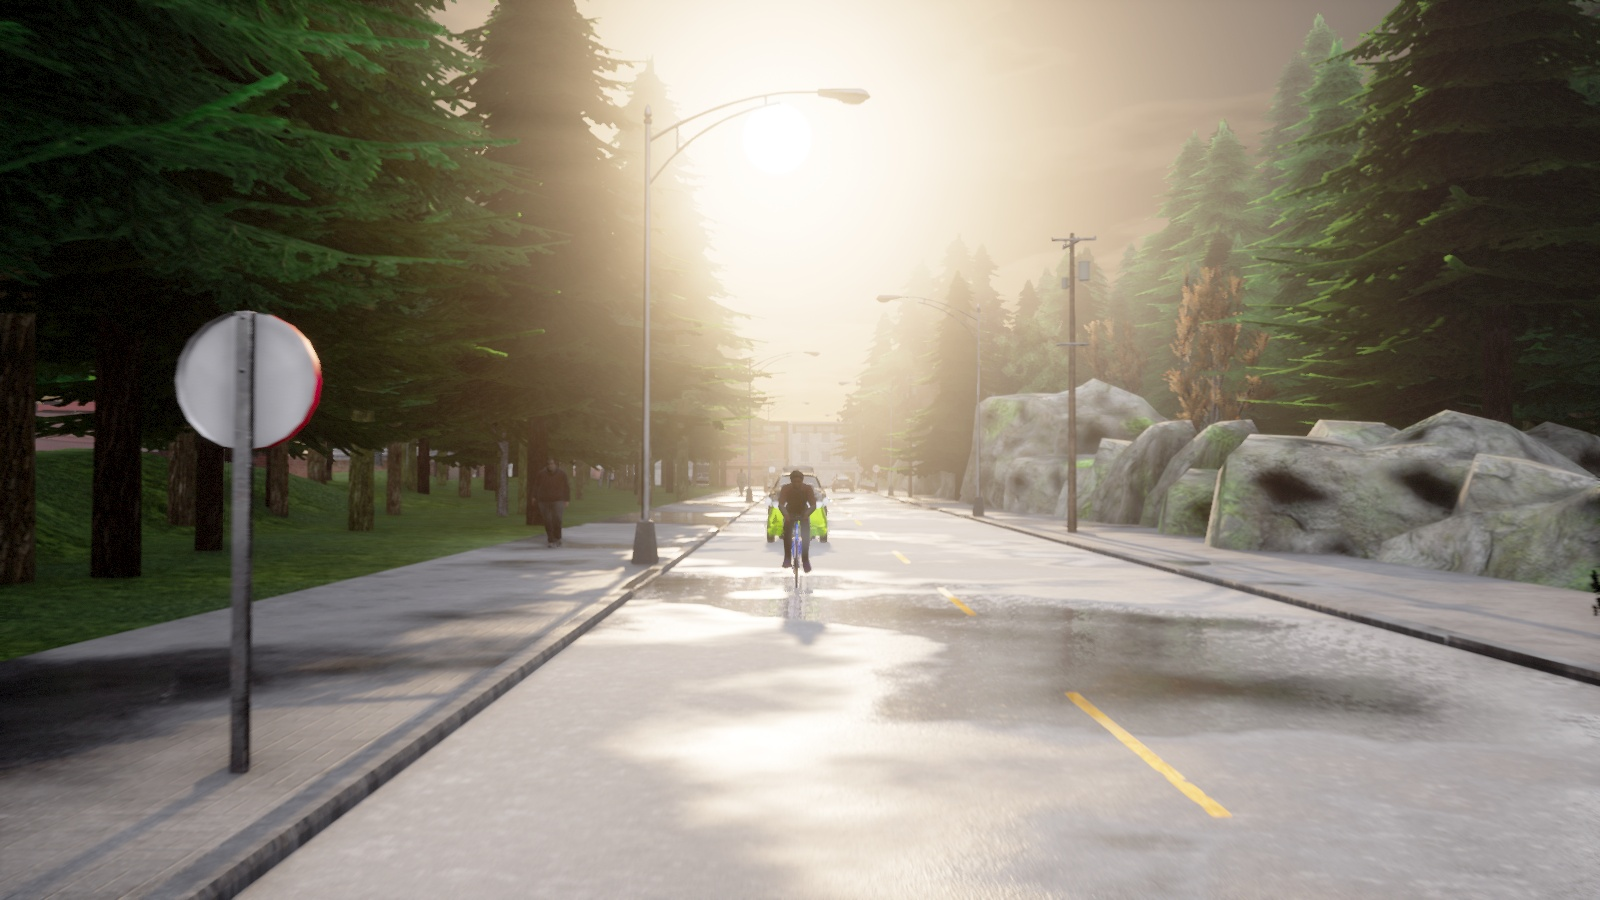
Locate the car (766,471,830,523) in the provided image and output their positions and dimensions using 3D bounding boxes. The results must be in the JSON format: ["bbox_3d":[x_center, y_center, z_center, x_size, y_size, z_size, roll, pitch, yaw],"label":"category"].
[{"bbox_3d":[-0.065,1.536,42.278,2.033,1.649,4.856,0,-1,0],"label":"car"}]

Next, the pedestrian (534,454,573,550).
[{"bbox_3d":[-4.788,1.002,24.449,0.634,1.844,0.899,0,-1,-3],"label":"pedestrian"}]

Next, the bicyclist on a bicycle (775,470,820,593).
[{"bbox_3d":[-0.037,1.096,17.470,0.582,1.620,1.656,0,-1,0],"label":"bicyclist on a bicycle"}]

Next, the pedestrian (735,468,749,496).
[{"bbox_3d":[-3.857,2.099,83.500,0.874,1.855,0.900,0,-1,3],"label":"pedestrian"}]

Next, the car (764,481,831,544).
[{"bbox_3d":[-0.049,1.413,28.992,1.481,1.376,2.207,0,-1,0],"label":"car"}]

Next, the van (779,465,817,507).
[{"bbox_3d":[-0.086,1.708,61.214,1.775,1.987,4.442,0,-1,0],"label":"van"}]
